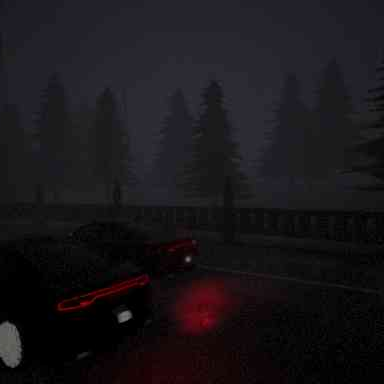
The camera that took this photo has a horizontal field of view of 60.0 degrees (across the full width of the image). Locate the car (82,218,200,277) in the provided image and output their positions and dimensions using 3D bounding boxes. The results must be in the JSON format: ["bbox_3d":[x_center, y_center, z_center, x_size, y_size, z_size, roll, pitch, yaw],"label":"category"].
[{"bbox_3d":[-2.191,1.464,9.308,5.008,1.535,1.882,0,0,32],"label":"car"}]

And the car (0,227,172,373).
[{"bbox_3d":[-2.956,1.472,5.680,5.008,1.535,1.882,0,0,33],"label":"car"}]
